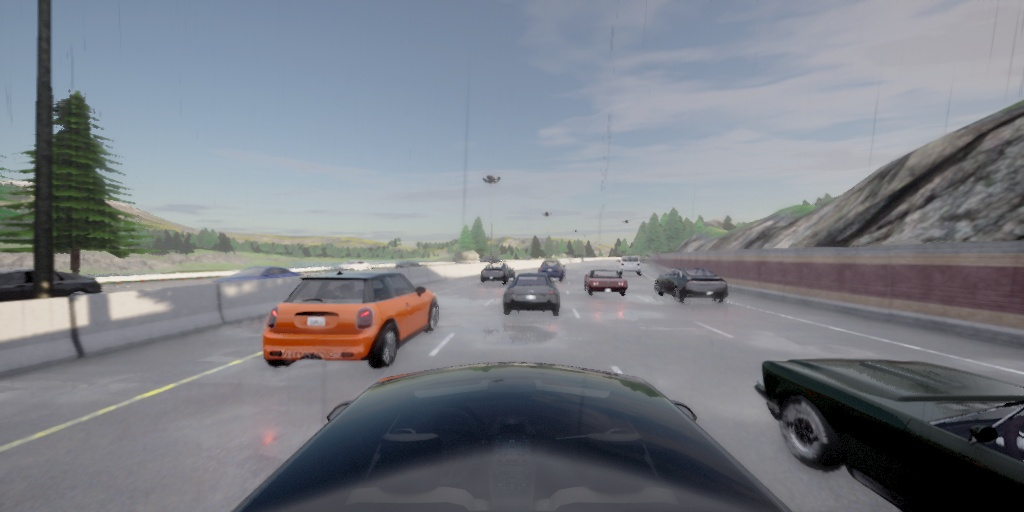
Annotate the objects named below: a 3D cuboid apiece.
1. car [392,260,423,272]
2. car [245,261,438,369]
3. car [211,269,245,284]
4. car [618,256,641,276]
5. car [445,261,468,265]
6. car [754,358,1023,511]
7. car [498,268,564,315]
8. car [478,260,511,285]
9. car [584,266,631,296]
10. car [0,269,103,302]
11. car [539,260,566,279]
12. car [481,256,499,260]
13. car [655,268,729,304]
[{"bbox_3d":[-13.914,1.318,47.969,1.994,1.385,4.181,0,0,16],"label":"car"},{"bbox_3d":[-3.126,1.099,8.016,2.097,1.767,4.553,0,0,2],"label":"car"},{"bbox_3d":[-12.970,1.252,18.526,1.812,1.442,4.674,0,0,7],"label":"car"},{"bbox_3d":[13.007,1.049,39.655,2.150,2.045,5.566,0,0,16],"label":"car"},{"bbox_3d":[-8.370,1.377,54.309,1.895,1.301,4.718,0,0,17],"label":"car"},{"bbox_3d":[3.655,1.362,1.892,1.895,1.301,4.718,0,0,0],"label":"car"},{"bbox_3d":[0.796,1.328,13.745,1.994,1.385,4.181,0,0,5],"label":"car"},{"bbox_3d":[-0.958,1.263,26.408,2.128,1.511,4.902,0,0,10],"label":"car"},{"bbox_3d":[4.990,1.384,19.650,1.895,1.301,4.718,0,0,8],"label":"car"},{"bbox_3d":[-17.091,1.212,11.962,1.837,1.490,4.892,0,0,4],"label":"car"},{"bbox_3d":[3.478,1.141,30.678,2.097,1.767,4.553,0,0,12],"label":"car"},{"bbox_3d":[-3.640,1.001,57.866,2.150,2.045,5.566,0,0,17],"label":"car"},{"bbox_3d":[8.140,1.281,16.687,2.128,1.511,4.902,0,0,6],"label":"car"}]
